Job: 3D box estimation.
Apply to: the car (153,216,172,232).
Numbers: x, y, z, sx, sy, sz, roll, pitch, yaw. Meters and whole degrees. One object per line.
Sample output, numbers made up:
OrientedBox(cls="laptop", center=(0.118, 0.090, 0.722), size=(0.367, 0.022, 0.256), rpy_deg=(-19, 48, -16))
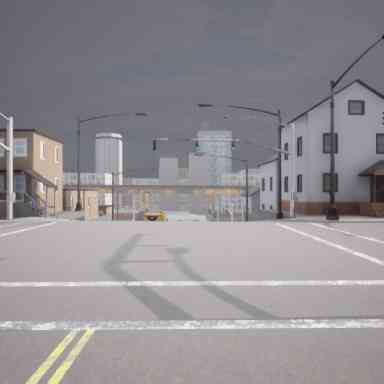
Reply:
OrientedBox(cls="car", center=(-3.775, 4.235, 43.646), size=(2.128, 1.511, 4.902), rpy_deg=(0, -13, -1))

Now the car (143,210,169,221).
OrientedBox(cls="car", center=(-3.669, 2.536, 33.423), size=(1.882, 1.535, 5.008), rpy_deg=(0, -9, 1))
